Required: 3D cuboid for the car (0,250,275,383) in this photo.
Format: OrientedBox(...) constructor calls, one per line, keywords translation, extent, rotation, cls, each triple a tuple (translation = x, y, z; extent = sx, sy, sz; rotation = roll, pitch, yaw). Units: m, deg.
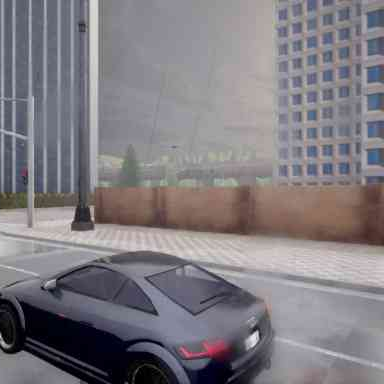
OrientedBox(translation=(-1.000, 1.564, 4.717), extent=(4.181, 1.385, 1.994), rotation=(0, 0, 35), cls="car")
